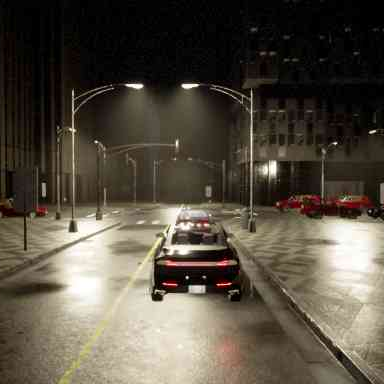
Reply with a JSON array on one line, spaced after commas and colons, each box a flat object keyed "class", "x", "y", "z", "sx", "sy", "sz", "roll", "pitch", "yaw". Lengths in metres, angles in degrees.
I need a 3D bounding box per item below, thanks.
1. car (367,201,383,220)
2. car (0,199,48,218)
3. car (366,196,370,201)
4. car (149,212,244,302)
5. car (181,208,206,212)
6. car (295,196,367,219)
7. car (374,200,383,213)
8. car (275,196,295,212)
[{"class": "car", "x": 17.717, "y": 1.743, "z": 29.204, "sx": 4.313, "sy": 1.339, "sz": 1.947, "roll": 0, "pitch": 1, "yaw": 0}, {"class": "car", "x": -14.967, "y": 1.567, "z": 29.050, "sx": 4.507, "sy": 1.381, "sz": 1.887, "roll": 0, "pitch": 1, "yaw": 0}, {"class": "car", "x": 17.688, "y": 1.354, "z": 37.725, "sx": 5.009, "sy": 1.841, "sz": 2.192, "roll": 0, "pitch": 1, "yaw": 0}, {"class": "car", "x": 0.086, "y": 1.490, "z": 8.253, "sx": 2.128, "sy": 1.511, "sz": 4.902, "roll": 0, "pitch": 0, "yaw": 0}, {"class": "car", "x": 0.072, "y": 1.550, "z": 17.963, "sx": 2.033, "sy": 1.411, "sz": 5.357, "roll": 0, "pitch": 0, "yaw": 0}, {"class": "car", "x": 12.074, "y": 1.463, "z": 29.175, "sx": 5.009, "sy": 1.841, "sz": 2.192, "roll": 0, "pitch": 1, "yaw": 0}, {"class": "car", "x": 23.329, "y": 1.635, "z": 37.754, "sx": 4.313, "sy": 1.339, "sz": 1.947, "roll": 0, "pitch": 1, "yaw": 0}, {"class": "car", "x": 12.044, "y": 1.326, "z": 37.698, "sx": 5.009, "sy": 1.841, "sz": 2.192, "roll": 0, "pitch": 1, "yaw": 0}]
